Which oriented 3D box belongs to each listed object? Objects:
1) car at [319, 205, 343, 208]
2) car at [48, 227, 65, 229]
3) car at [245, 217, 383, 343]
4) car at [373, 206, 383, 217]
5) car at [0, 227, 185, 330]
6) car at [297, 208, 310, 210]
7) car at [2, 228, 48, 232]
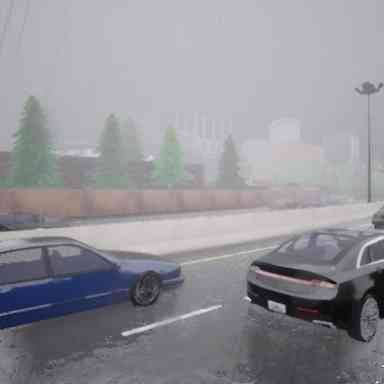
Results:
[{"bbox_3d":[13.748,1.453,32.420,1.837,1.490,4.892,0,-1,42],"label":"car"},{"bbox_3d":[-8.427,1.600,15.291,5.357,1.411,2.033,0,0,-38],"label":"car"},{"bbox_3d":[3.126,1.481,6.506,4.902,1.511,2.128,0,0,-40],"label":"car"},{"bbox_3d":[12.739,1.493,20.640,2.033,1.411,5.357,0,0,42],"label":"car"},{"bbox_3d":[-2.733,1.566,6.188,5.357,1.411,2.033,0,0,-38],"label":"car"},{"bbox_3d":[14.308,1.297,38.215,2.097,1.767,4.553,0,0,43],"label":"car"},{"bbox_3d":[-7.790,1.649,11.422,4.718,1.301,1.895,0,0,-37],"label":"car"}]
